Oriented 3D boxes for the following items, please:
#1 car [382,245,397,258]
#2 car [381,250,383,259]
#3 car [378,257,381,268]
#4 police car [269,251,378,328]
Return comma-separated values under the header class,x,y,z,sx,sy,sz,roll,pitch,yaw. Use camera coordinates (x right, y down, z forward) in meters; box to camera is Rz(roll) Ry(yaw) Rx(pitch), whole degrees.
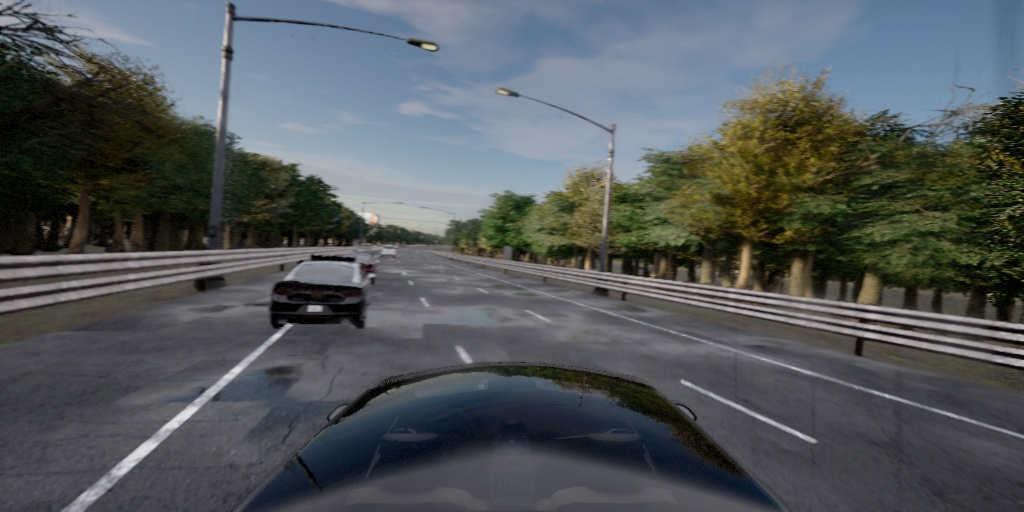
class,x,y,z,sx,sy,sz,roll,pitch,yaw
car,-20.821,-0.772,60.603,2.150,2.045,5.566,4,0,-17
car,-10.145,0.421,24.624,1.837,1.490,4.892,4,0,-19
car,-8.158,0.559,18.966,1.882,1.535,5.008,4,0,-20
police car,-4.823,0.785,9.659,1.930,1.638,5.238,4,0,-20
